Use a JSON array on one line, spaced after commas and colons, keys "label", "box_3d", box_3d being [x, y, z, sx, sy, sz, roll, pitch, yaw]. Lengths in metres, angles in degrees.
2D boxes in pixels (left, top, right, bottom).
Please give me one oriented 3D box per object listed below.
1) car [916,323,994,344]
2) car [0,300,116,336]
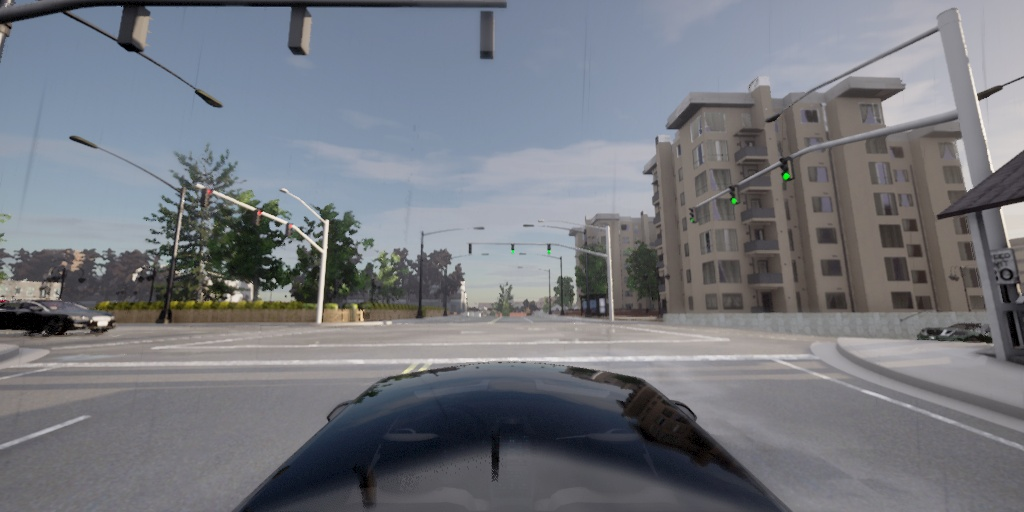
[{"label": "car", "box_3d": [25.645, 4.657, 19.496, 5.566, 2.045, 2.150, 11, -9, 1]}, {"label": "car", "box_3d": [-20.152, 2.661, 15.509, 4.902, 1.511, 2.128, 0, -9, -1]}]
